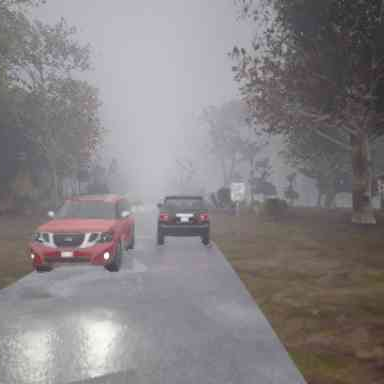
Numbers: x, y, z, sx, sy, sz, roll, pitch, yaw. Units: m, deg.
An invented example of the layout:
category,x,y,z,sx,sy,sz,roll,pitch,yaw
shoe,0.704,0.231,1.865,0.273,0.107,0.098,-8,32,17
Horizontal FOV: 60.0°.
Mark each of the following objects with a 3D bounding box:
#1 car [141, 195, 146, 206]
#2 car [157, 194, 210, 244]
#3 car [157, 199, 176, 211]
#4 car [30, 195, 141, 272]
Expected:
category,x,y,z,sx,sy,sz,roll,pitch,yaw
car,-8.411,1.268,51.966,2.097,1.767,4.553,1,-1,-12
car,-0.452,1.114,15.353,2.150,2.045,5.566,0,0,-4
car,-3.035,1.458,38.894,1.895,1.301,4.718,1,0,-9
car,-3.156,1.136,10.828,2.150,2.045,5.566,0,1,-3
